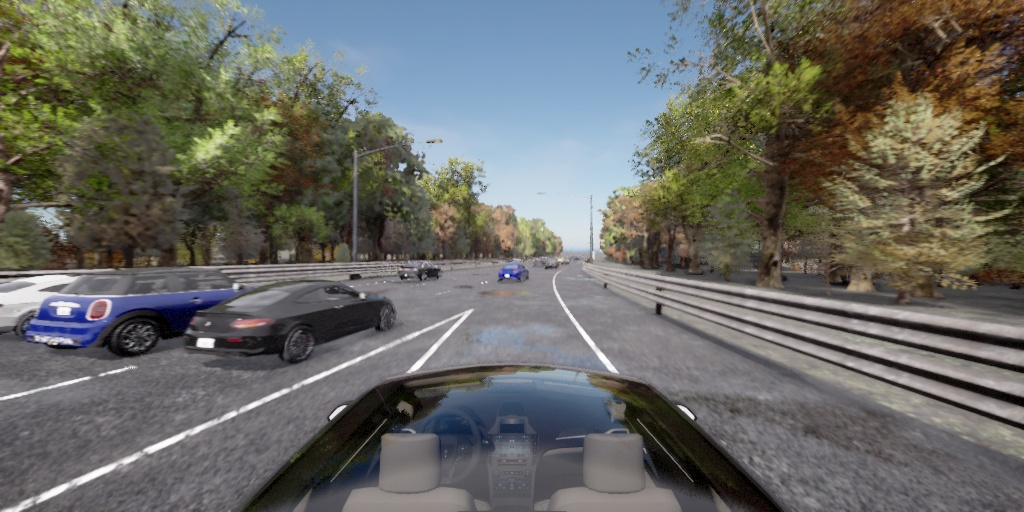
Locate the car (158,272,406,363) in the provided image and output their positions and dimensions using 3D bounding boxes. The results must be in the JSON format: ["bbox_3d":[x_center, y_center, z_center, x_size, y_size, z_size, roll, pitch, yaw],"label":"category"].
[{"bbox_3d":[-4.483,1.258,8.088,1.812,1.442,4.674,0,0,13],"label":"car"}]

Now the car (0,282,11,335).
[{"bbox_3d":[-11.308,1.200,9.629,1.812,1.442,4.674,0,0,13],"label":"car"}]

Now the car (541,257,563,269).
[{"bbox_3d":[6.324,1.308,55.952,2.033,1.411,5.357,0,0,13],"label":"car"}]

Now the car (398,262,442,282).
[{"bbox_3d":[-7.109,1.185,28.232,2.128,1.511,4.902,0,0,13],"label":"car"}]

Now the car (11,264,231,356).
[{"bbox_3d":[-7.911,1.056,8.780,2.097,1.767,4.553,1,0,13],"label":"car"}]

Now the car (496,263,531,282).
[{"bbox_3d":[0.157,1.283,28.641,1.812,1.442,4.674,0,0,13],"label":"car"}]
